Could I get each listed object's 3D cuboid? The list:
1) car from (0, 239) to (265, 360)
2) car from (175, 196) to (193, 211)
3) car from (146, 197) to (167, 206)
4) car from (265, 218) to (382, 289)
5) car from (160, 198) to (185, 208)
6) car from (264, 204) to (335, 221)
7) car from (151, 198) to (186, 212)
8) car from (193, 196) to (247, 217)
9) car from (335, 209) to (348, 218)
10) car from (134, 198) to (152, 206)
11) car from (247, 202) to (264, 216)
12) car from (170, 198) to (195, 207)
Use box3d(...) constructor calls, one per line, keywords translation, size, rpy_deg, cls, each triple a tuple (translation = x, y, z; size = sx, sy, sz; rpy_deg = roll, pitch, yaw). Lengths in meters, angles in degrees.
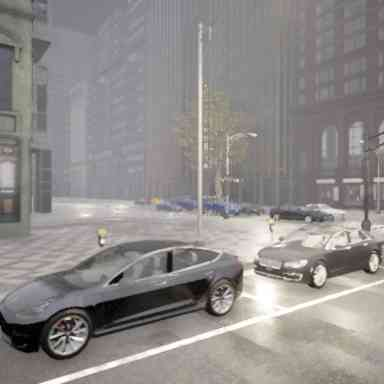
box3d(translation=(-0.953, 1.588, 5.980), size=(4.313, 1.339, 1.947), rpy_deg=(1, -1, -36), cls="car")
box3d(translation=(-0.448, 1.550, 45.951), size=(2.150, 2.045, 5.566), rpy_deg=(0, 0, -36), cls="car")
box3d(translation=(-7.092, 1.889, 66.450), size=(1.882, 1.535, 5.008), rpy_deg=(0, 0, -36), cls="car")
box3d(translation=(3.629, 1.620, 9.263), size=(4.403, 1.369, 2.008), rpy_deg=(1, -1, -36), cls="car")
box3d(translation=(-3.348, 1.846, 55.748), size=(1.882, 1.535, 5.008), rpy_deg=(0, 0, -35), cls="car")
box3d(translation=(8.770, 1.740, 27.553), size=(1.882, 1.535, 5.008), rpy_deg=(0, 0, -37), cls="car")
box3d(translation=(-3.120, 1.843, 44.088), size=(1.812, 1.442, 4.674), rpy_deg=(0, 0, -35), cls="car")
box3d(translation=(2.911, 1.511, 35.702), size=(2.150, 2.045, 5.566), rpy_deg=(0, 0, -36), cls="car")
box3d(translation=(11.409, 1.800, 29.455), size=(1.812, 1.442, 4.674), rpy_deg=(0, 0, -33), cls="car")
box3d(translation=(-9.486, 1.924, 64.213), size=(1.812, 1.442, 4.674), rpy_deg=(0, 0, -36), cls="car")
box3d(translation=(5.743, 1.847, 37.330), size=(2.033, 1.411, 5.357), rpy_deg=(0, 0, -35), cls="car")
box3d(translation=(-1.708, 1.862, 59.018), size=(1.882, 1.535, 5.008), rpy_deg=(0, 0, -35), cls="car")
